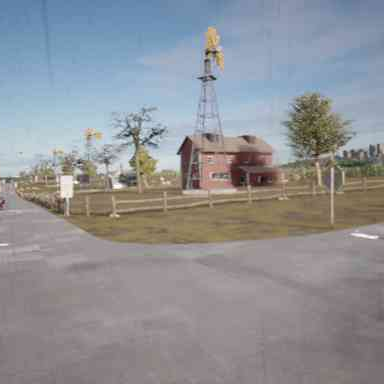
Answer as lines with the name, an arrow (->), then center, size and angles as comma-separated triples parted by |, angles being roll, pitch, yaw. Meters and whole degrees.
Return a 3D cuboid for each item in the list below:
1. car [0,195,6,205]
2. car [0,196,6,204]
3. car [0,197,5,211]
car -> -30.810, 1.295, 52.916 | 1.994, 1.385, 4.181 | -3, 1, -29
car -> -21.198, 1.337, 35.483 | 1.895, 1.301, 4.718 | -3, 2, -29
car -> -13.788, 1.353, 22.048 | 2.033, 1.411, 5.357 | -3, 2, -29
